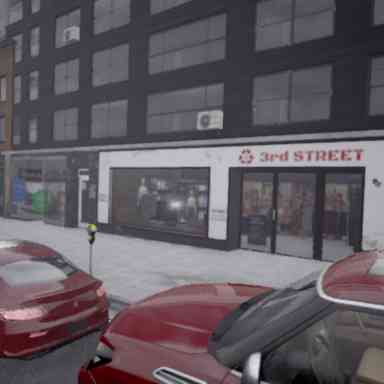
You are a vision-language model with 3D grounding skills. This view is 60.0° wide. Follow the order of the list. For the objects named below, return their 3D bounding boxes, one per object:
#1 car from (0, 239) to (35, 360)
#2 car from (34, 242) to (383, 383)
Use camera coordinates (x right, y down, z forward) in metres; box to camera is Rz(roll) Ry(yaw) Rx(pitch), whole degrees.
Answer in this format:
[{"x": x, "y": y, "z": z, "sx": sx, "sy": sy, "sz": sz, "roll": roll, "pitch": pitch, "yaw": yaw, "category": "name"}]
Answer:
[{"x": -3.087, "y": 1.419, "z": 5.224, "sx": 4.206, "sy": 1.307, "sz": 1.802, "roll": 2, "pitch": 2, "yaw": 35, "category": "car"}, {"x": 1.490, "y": 1.318, "z": 2.013, "sx": 5.009, "sy": 1.841, "sz": 2.192, "roll": 2, "pitch": 2, "yaw": 35, "category": "car"}]
